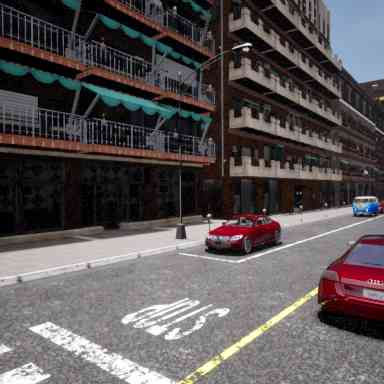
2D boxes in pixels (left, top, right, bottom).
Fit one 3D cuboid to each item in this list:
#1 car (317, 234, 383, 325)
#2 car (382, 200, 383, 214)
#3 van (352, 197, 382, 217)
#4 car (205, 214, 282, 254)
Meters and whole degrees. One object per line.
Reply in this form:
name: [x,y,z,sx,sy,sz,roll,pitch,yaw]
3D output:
car: [4.086,1.561,6.722,1.994,1.385,4.181,0,0,39]
car: [19.691,1.567,35.374,1.802,1.307,4.206,-1,-1,39]
van: [16.157,1.327,30.948,1.690,1.788,3.998,-1,-1,39]
car: [2.227,1.573,13.480,1.802,1.307,4.206,-1,-1,39]
